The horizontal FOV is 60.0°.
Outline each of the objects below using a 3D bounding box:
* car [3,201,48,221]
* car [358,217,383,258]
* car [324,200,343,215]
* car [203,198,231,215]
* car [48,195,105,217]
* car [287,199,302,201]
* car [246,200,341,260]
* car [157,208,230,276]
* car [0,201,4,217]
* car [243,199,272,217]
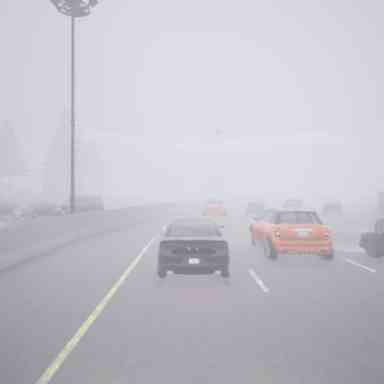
[{"bbox_3d":[-12.886,1.510,27.882,2.128,1.511,4.902,0,0,10],"label":"car"},{"bbox_3d":[7.034,1.563,9.757,2.033,1.411,5.357,0,0,0],"label":"car"},{"bbox_3d":[14.628,1.524,34.717,1.882,1.535,5.008,-1,0,22],"label":"car"},{"bbox_3d":[2.429,1.385,31.454,2.097,1.767,4.553,0,0,14],"label":"car"},{"bbox_3d":[-9.315,1.246,28.078,2.150,2.045,5.566,0,0,10],"label":"car"},{"bbox_3d":[9.621,1.391,31.337,2.097,1.767,4.553,0,0,16],"label":"car"},{"bbox_3d":[3.544,1.367,12.685,2.097,1.767,4.553,0,0,0],"label":"car"},{"bbox_3d":[0.035,1.488,10.367,1.882,1.535,5.008,0,0,0],"label":"car"},{"bbox_3d":[-16.390,1.507,28.109,2.128,1.511,4.902,0,0,9],"label":"car"},{"bbox_3d":[6.679,1.531,33.474,2.128,1.511,4.902,0,0,19],"label":"car"}]
